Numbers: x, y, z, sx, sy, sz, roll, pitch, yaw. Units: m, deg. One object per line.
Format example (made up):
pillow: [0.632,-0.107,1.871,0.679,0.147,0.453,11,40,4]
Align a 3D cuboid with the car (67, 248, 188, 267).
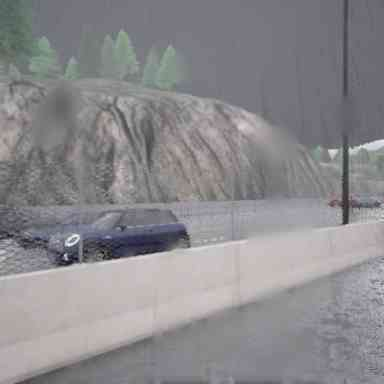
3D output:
car: [-2.314,1.346,11.101,4.553,1.767,2.097,0,0,-37]
